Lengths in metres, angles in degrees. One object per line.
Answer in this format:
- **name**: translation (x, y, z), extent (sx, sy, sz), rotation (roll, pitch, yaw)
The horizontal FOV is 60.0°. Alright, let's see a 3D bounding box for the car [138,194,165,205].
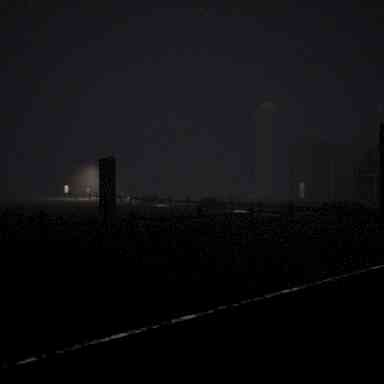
- **car**: translation (-5.987, 1.094, 50.743), extent (1.837, 1.490, 4.892), rotation (-1, 1, -35)

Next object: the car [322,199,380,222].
- **car**: translation (12.631, 1.359, 25.597), extent (1.882, 1.535, 5.008), rotation (-1, 1, -43)

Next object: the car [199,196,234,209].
- **car**: translation (2.818, 1.226, 38.472), extent (2.128, 1.511, 4.902), rotation (-1, 1, -36)

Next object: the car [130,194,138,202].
- **car**: translation (-8.653, 1.085, 59.333), extent (1.895, 1.301, 4.718), rotation (-1, 1, -36)

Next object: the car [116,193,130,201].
- **car**: translation (-13.511, 0.906, 66.064), extent (1.837, 1.490, 4.892), rotation (-1, 1, -36)
